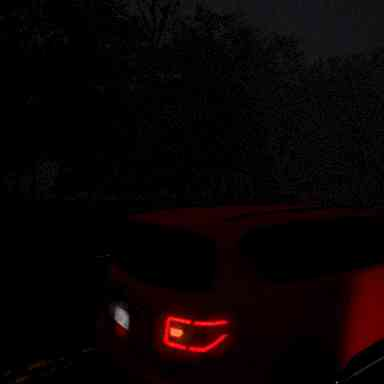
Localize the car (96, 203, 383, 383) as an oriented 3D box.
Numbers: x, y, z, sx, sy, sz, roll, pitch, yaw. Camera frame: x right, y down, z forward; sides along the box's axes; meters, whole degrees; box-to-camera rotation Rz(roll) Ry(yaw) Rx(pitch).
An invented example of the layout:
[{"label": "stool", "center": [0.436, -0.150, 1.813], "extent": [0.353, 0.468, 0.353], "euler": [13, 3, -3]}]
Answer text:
[{"label": "car", "center": [1.554, 1.172, 4.550], "extent": [5.566, 2.045, 2.150], "euler": [-1, 1, -36]}]
